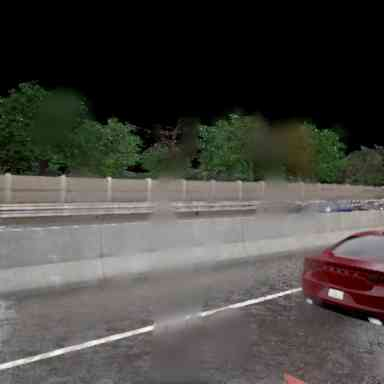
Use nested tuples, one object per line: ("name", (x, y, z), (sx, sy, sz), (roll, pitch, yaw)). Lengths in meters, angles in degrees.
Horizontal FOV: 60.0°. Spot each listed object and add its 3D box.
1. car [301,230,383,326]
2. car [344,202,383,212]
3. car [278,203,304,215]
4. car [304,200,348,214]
("car", (4.372, 1.523, 6.869), (5.008, 1.535, 1.882), (0, 0, -35))
("car", (14.846, 1.728, 27.374), (4.181, 1.385, 1.994), (0, 0, -35))
("car", (10.683, 1.763, 33.007), (4.718, 1.301, 1.895), (0, 0, -35))
("car", (12.724, 1.515, 30.160), (4.553, 1.767, 2.097), (0, 0, -35))
